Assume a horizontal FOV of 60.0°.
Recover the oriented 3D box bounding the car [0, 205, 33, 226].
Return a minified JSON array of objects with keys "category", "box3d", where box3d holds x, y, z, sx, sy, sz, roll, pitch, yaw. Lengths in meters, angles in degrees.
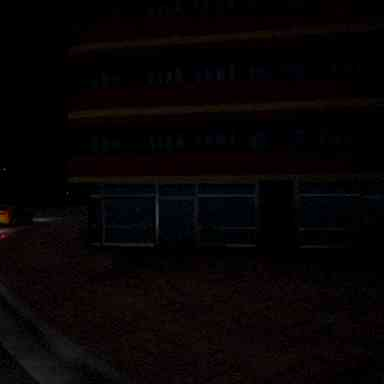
[{"category":"car","box3d":[-13.692,1.677,24.955,1.882,1.535,5.008,0,0,-5]}]
